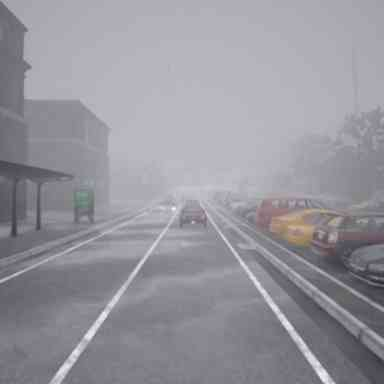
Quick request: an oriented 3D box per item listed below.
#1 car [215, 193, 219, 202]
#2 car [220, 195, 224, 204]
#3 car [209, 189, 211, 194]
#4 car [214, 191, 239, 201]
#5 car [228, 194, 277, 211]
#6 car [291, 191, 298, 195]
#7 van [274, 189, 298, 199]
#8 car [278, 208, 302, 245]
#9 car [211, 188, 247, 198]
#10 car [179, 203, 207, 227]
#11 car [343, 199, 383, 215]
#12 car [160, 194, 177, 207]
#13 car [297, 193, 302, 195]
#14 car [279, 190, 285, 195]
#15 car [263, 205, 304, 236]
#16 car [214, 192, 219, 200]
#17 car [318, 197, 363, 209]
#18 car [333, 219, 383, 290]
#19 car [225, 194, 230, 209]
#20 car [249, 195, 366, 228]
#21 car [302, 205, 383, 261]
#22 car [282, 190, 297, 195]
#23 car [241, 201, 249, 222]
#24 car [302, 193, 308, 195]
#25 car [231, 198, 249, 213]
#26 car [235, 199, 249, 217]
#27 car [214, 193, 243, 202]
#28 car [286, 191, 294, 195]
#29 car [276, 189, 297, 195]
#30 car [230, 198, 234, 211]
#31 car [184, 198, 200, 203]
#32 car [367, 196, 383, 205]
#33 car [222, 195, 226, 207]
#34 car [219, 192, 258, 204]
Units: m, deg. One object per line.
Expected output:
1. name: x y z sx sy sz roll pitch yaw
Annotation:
1. car: 6.512 1.261 52.427 4.792 1.488 2.163 0 2 0
2. car: 6.466 1.467 44.060 4.792 1.488 2.163 0 1 0
3. car: 6.603 0.587 69.125 4.792 1.488 2.163 0 3 0
4. car: 6.633 0.685 63.554 4.553 1.767 2.185 0 2 0
5. car: 6.480 1.440 35.703 4.553 1.767 2.185 0 0 0
6. car: 19.821 1.134 55.188 5.366 1.575 1.946 0 2 0
7. van: 19.586 0.329 69.126 4.442 1.987 1.878 -1 2 0
8. car: 6.513 1.575 13.416 5.366 1.575 1.946 0 0 0
9. car: 6.600 0.789 57.982 5.566 2.045 2.435 0 2 0
10. car: 0.076 1.682 23.806 1.895 1.301 4.718 0 0 0
11. car: 19.345 1.559 35.806 5.366 1.575 1.946 0 1 0
12. car: -3.386 1.169 48.336 2.097 1.767 4.553 0 1 0
13. car: 19.592 1.253 52.536 4.792 1.488 2.163 0 2 0
14. car: 19.685 0.841 63.684 4.674 1.452 2.002 0 3 0
15. car: 6.337 1.589 16.200 5.008 1.535 2.097 0 0 0
16. car: 6.550 1.142 55.204 4.892 1.521 2.231 0 2 0
17. car: 19.569 1.436 44.039 4.892 1.521 2.231 0 1 0
18. car: 6.303 1.556 7.850 4.892 1.521 2.231 0 0 0
19. car: 6.496 1.407 38.483 4.553 1.767 2.185 0 1 0
20. car: 6.386 1.349 18.984 5.566 2.045 2.435 0 0 0
21. car: 6.281 1.441 10.759 4.553 1.767 2.185 0 0 0
22. car: 19.695 0.955 60.774 4.792 1.488 2.163 0 2 0
23. car: 6.359 1.648 24.552 4.792 1.488 2.163 0 0 0
24. car: 19.601 1.301 49.745 5.008 1.535 2.097 0 2 0
25. car: 6.413 1.609 30.128 5.008 1.535 2.097 0 0 0
26. car: 6.398 1.618 27.339 5.008 1.535 2.097 0 0 0
27. car: 6.581 0.930 60.783 5.008 1.535 2.097 0 2 0
28. car: 19.837 1.033 57.982 5.366 1.575 1.946 0 2 0
29. car: 19.700 0.714 66.466 4.674 1.452 2.002 0 3 0
30. car: 6.437 1.631 32.917 4.674 1.452 2.002 0 0 0
31. car: 0.024 1.437 41.133 2.128 1.511 4.902 0 1 0
32. car: 19.528 1.355 30.225 5.566 2.045 2.435 0 0 0
33. car: 6.509 1.518 41.272 4.792 1.488 2.163 0 1 0
34. car: 6.479 1.252 46.843 4.553 1.767 2.185 0 1 0
